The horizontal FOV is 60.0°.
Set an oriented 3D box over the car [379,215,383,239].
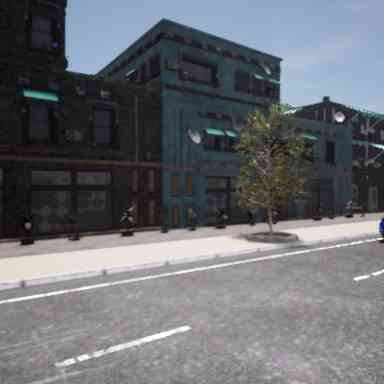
[{"bbox_3d":[10.999,1.230,15.520,5.566,2.045,2.150,0,0,-35],"label":"car"}]
